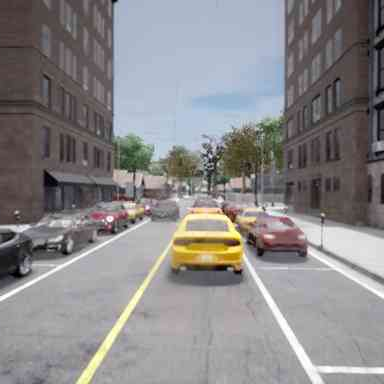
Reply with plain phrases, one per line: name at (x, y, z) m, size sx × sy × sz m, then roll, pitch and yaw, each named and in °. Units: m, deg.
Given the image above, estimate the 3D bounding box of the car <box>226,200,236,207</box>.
car at (3.483, 1.462, 23.523) m, size 1.887 × 1.381 × 4.507 m, roll 0°, pitch 0°, yaw 2°

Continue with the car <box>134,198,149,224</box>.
car at (-4.543, 1.395, 23.652) m, size 1.752 × 1.417 × 4.829 m, roll 0°, pitch 0°, yaw 2°

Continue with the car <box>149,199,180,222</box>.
car at (-1.936, 1.384, 25.170) m, size 1.837 × 1.490 × 4.892 m, roll 0°, pitch 0°, yaw 2°

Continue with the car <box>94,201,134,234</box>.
car at (-4.743, 1.330, 18.307) m, size 1.967 × 1.590 × 4.097 m, roll 0°, pitch 0°, yaw 2°

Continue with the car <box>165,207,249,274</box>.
car at (0.453, 1.432, 10.429) m, size 1.882 × 1.535 × 5.008 m, roll 0°, pitch 0°, yaw 2°

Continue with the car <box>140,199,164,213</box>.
car at (-4.122, 1.410, 34.852) m, size 1.802 × 1.307 × 4.206 m, roll 0°, pitch 0°, yaw 2°

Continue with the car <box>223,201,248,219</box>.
car at (3.690, 1.478, 29.038) m, size 1.802 × 1.307 × 4.206 m, roll 0°, pitch 0°, yaw 2°

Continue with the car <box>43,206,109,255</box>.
car at (-4.951, 1.463, 12.792) m, size 2.008 × 1.369 × 4.403 m, roll 0°, pitch 0°, yaw 2°

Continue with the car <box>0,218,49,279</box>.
car at (-5.158, 1.501, 7.278) m, size 1.947 × 1.339 × 4.313 m, roll 0°, pitch 0°, yaw 2°

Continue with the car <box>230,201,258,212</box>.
car at (3.282, 1.463, 18.179) m, size 1.752 × 1.417 × 4.829 m, roll 0°, pitch 0°, yaw 2°

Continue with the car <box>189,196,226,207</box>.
car at (0.873, 1.261, 21.595) m, size 2.097 × 1.767 × 4.553 m, roll 0°, pitch 0°, yaw 2°

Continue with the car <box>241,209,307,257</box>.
car at (3.068, 1.542, 12.495) m, size 1.802 × 1.307 × 4.206 m, roll 0°, pitch 0°, yaw 2°

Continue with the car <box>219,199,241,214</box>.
car at (3.897, 1.442, 34.552) m, size 1.947 × 1.339 × 4.313 m, roll 0°, pitch 0°, yaw 2°

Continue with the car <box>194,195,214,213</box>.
car at (1.327, 1.207, 36.314) m, size 2.097 × 1.767 × 4.553 m, roll 0°, pitch 0°, yaw 2°
